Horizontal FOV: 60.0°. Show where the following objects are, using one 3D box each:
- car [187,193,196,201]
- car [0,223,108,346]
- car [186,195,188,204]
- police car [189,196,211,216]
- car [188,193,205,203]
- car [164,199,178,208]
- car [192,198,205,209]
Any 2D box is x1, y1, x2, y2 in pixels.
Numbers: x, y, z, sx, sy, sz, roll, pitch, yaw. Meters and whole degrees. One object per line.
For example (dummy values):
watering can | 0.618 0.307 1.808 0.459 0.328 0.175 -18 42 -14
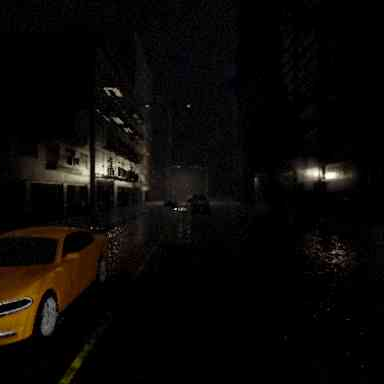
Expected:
car | -0.074 1.320 84.856 2.150 2.045 5.566 0 0 0
car | -3.107 1.479 6.696 1.882 1.535 5.008 0 0 0
car | -0.059 1.527 67.657 2.097 1.767 4.553 0 0 0
police car | 0.869 1.486 33.854 1.930 1.638 5.238 0 0 0
car | 0.862 1.315 43.775 2.150 2.045 5.566 0 0 0
car | -3.123 1.707 49.151 1.895 1.301 4.718 0 0 0
car | 0.857 1.614 49.744 1.837 1.490 4.892 0 0 0
